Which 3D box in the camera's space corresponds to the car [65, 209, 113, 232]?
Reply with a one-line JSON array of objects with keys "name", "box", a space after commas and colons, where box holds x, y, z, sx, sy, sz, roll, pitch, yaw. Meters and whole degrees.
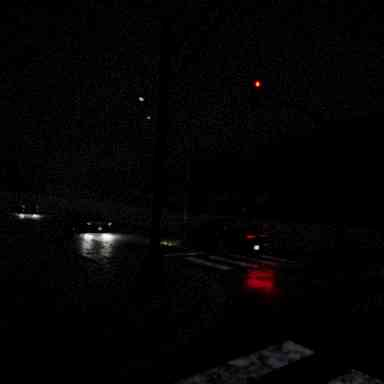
[{"name": "car", "box": [-7.232, 1.921, 22.880, 2.033, 1.411, 5.357, 5, -3, -35]}]

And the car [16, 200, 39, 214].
[{"name": "car", "box": [-20.732, 1.783, 42.043, 2.097, 1.767, 4.553, 5, -2, -35]}]

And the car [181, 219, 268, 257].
[{"name": "car", "box": [1.262, 1.969, 15.064, 1.837, 1.490, 4.892, 1, -2, -32]}]
